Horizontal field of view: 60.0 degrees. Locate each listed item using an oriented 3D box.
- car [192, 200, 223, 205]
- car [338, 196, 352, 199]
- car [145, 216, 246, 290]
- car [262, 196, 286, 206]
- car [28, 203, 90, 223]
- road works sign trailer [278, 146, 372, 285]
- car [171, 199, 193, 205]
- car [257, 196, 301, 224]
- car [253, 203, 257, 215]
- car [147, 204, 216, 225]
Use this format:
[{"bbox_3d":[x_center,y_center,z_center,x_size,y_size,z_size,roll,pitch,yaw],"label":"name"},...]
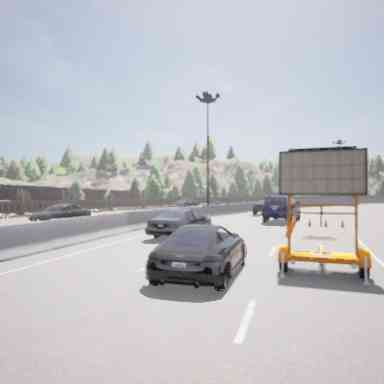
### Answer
[{"bbox_3d":[2.433,1.748,39.275,1.895,1.301,4.718,0,0,34],"label":"car"},{"bbox_3d":[31.312,1.560,68.190,5.008,1.535,1.882,0,-1,-33],"label":"car"},{"bbox_3d":[0.305,1.600,9.344,1.994,1.385,4.181,0,0,17],"label":"car"},{"bbox_3d":[14.632,1.554,59.307,4.553,1.767,2.097,0,-1,-44],"label":"car"},{"bbox_3d":[-9.439,1.622,24.041,1.837,1.490,4.892,-1,0,23],"label":"car"},{"bbox_3d":[3.816,0.494,9.810,2.380,3.560,2.880,0,0,20],"label":"road works sign trailer"},{"bbox_3d":[-0.953,1.696,46.638,2.128,1.511,4.902,-1,0,36],"label":"car"},{"bbox_3d":[7.102,1.291,26.109,2.150,2.045,5.566,0,0,27],"label":"car"},{"bbox_3d":[7.806,1.600,34.275,1.837,1.490,4.892,-1,-1,32],"label":"car"},{"bbox_3d":[-0.538,1.613,17.686,2.033,1.411,5.357,0,0,21],"label":"car"}]
